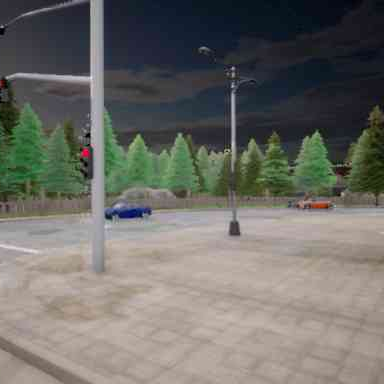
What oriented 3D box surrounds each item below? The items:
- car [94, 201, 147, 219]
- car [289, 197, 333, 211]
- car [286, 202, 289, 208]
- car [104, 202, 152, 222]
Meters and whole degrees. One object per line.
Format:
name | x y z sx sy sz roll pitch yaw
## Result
car | -6.733 1.657 31.733 1.812 1.442 4.674 -1 0 44
car | 14.684 1.386 40.400 4.553 1.767 2.097 0 0 -13
car | 14.937 1.543 44.072 4.902 1.511 2.128 0 0 -12
car | -5.645 1.584 27.744 1.882 1.535 5.008 -1 0 42
